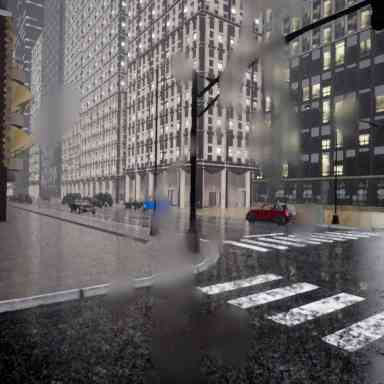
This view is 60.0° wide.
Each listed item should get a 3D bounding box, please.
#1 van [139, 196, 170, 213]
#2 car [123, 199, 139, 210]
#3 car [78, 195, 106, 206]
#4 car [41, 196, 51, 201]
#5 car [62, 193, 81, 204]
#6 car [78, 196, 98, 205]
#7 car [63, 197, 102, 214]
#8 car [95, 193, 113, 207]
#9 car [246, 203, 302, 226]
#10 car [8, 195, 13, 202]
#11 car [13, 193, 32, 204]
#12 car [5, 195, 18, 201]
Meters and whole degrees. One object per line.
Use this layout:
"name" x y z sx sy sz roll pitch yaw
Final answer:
"van" -4.048 1.382 37.762 1.690 1.788 3.998 1 -1 -35
"car" -7.323 1.584 42.365 2.008 1.369 4.403 1 -1 -35
"car" -14.564 1.536 48.011 1.994 1.385 4.181 1 -1 -37
"car" -36.767 1.571 83.807 1.802 1.307 4.206 1 -1 -35
"car" -20.027 1.183 55.613 2.150 2.045 5.566 1 -1 -35
"car" -18.482 1.526 58.859 1.837 1.490 4.892 1 -1 -35
"car" -10.882 1.427 32.908 2.008 1.369 4.403 1 -1 -35
"car" -14.472 1.256 53.157 2.150 2.045 5.566 1 -1 -35
"car" 5.766 1.505 23.947 1.967 1.590 4.097 1 -1 -35
"car" -37.054 1.397 69.746 1.947 1.339 4.313 1 -1 -35
"car" -30.507 1.156 60.539 2.192 1.841 5.009 1 -1 -35
"car" -40.325 1.379 74.350 2.008 1.369 4.403 1 -1 -35
